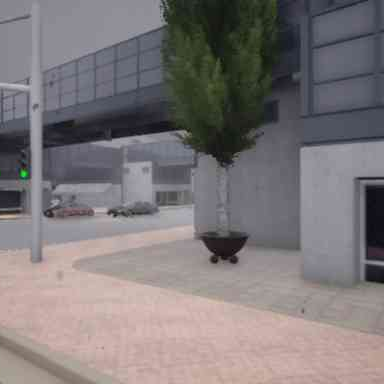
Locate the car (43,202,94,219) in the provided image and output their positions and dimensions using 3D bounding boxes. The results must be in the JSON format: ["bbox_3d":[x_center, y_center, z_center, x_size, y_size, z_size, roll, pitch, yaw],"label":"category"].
[{"bbox_3d":[-10.665,1.571,28.896,1.994,1.385,4.181,0,0,36],"label":"car"}]

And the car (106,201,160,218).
[{"bbox_3d":[-5.247,1.554,30.436,2.033,1.411,5.357,0,0,36],"label":"car"}]
